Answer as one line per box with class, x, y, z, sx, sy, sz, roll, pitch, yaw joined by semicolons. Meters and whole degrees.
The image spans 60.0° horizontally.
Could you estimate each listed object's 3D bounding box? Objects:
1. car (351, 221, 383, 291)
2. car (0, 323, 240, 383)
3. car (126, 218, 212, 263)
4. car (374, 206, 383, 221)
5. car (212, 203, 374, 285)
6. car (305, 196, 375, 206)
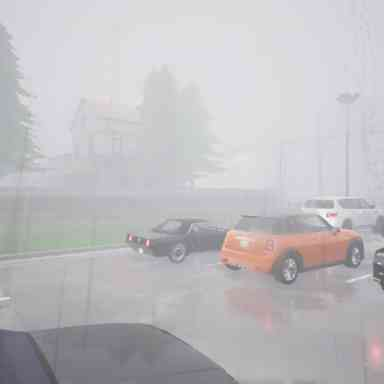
car;6.034;1.492;7.600;4.902;1.511;2.128;0;0;-36
car;-2.090;1.547;1.745;5.357;1.411;2.033;0;0;-35
car;0.165;1.601;11.993;4.718;1.301;1.895;0;0;-36
car;10.537;1.479;15.136;5.008;1.535;1.882;0;0;-36
car;3.081;1.352;9.792;4.553;1.767;2.097;0;0;-36
car;8.097;1.223;17.690;5.566;2.045;2.150;0;0;-36
